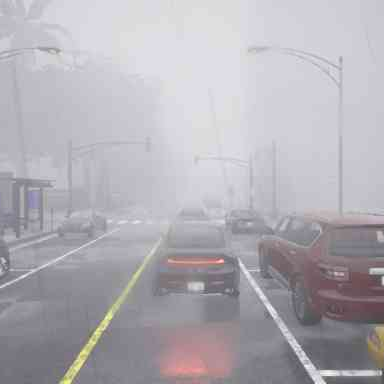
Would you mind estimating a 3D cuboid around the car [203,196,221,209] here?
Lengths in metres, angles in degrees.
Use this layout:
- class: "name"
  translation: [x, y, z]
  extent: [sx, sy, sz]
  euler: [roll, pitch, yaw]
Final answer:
- class: "car"
  translation: [2.828, 1.544, 44.289]
  extent: [1.947, 1.339, 4.313]
  euler: [0, 0, 0]

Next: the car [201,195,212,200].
- class: "car"
  translation: [2.837, 1.540, 49.710]
  extent: [1.947, 1.339, 4.313]
  euler: [0, 0, 0]

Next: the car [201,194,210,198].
- class: "car"
  translation: [2.845, 1.494, 55.300]
  extent: [1.752, 1.417, 4.829]
  euler: [0, 0, 0]

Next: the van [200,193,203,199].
- class: "van"
  translation: [2.853, 1.305, 60.550]
  extent: [1.690, 1.788, 3.998]
  euler: [0, 0, 0]

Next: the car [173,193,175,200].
- class: "car"
  translation: [-5.648, 1.258, 76.844]
  extent: [2.192, 1.841, 5.009]
  euler: [0, 0, 0]

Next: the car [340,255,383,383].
- class: "car"
  translation: [2.763, 1.525, 1.747]
  extent: [1.752, 1.417, 4.829]
  euler: [0, 0, 0]

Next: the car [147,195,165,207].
- class: "car"
  translation: [-5.689, 1.525, 49.743]
  extent: [2.008, 1.369, 4.403]
  euler: [0, 0, 0]

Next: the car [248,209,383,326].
- class: "car"
  translation: [2.770, 1.314, 7.002]
  extent: [2.192, 1.841, 5.009]
  euler: [0, 0, 0]

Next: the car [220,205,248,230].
- class: "car"
  translation: [2.788, 1.561, 17.853]
  extent: [1.947, 1.339, 4.313]
  euler: [0, 0, 0]

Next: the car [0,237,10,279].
- class: "car"
  translation: [-5.755, 1.439, 7.031]
  extent: [1.967, 1.590, 4.097]
  euler: [0, 0, 0]

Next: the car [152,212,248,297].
- class: "car"
  translation: [0.089, 1.503, 8.585]
  extent: [1.837, 1.490, 4.892]
  euler: [0, 0, 0]

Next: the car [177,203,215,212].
- class: "car"
  translation: [0.031, 1.558, 18.613]
  extent: [1.994, 1.385, 4.181]
  euler: [0, 0, 0]

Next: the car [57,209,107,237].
- class: "car"
  translation: [-5.738, 1.577, 17.884]
  extent: [1.802, 1.307, 4.206]
  euler: [0, 0, 0]

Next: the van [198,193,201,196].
- class: "van"
  translation: [2.886, 1.276, 82.232]
  extent: [1.690, 1.788, 3.998]
  euler: [0, 0, 0]

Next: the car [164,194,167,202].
- class: "car"
  translation: [-5.681, 1.409, 55.163]
  extent: [1.967, 1.590, 4.097]
  euler: [0, 0, 0]

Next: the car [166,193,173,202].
- class: "car"
  translation: [-5.656, 1.391, 71.424]
  extent: [1.967, 1.590, 4.097]
  euler: [0, 0, 0]

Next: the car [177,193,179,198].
- class: "car"
  translation: [-5.623, 1.232, 93.105]
  extent: [2.192, 1.841, 5.009]
  euler: [0, 0, 0]
